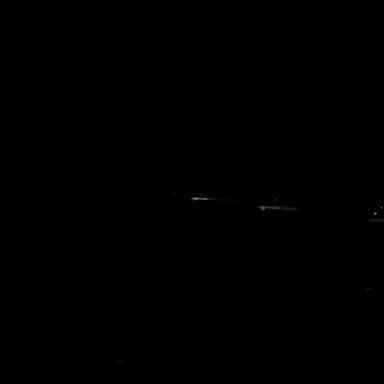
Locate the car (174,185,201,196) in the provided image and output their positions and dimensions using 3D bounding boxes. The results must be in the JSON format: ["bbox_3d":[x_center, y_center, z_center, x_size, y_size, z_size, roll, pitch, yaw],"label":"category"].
[{"bbox_3d":[-0.778,-0.319,52.793,2.128,1.511,4.902,2,2,-28],"label":"car"}]

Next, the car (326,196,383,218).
[{"bbox_3d":[11.200,1.044,24.077,1.895,1.301,4.718,2,2,-28],"label":"car"}]

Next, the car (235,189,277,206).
[{"bbox_3d":[6.303,0.479,33.165,1.882,1.535,5.008,2,2,-29],"label":"car"}]

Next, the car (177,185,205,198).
[{"bbox_3d":[-0.008,-0.066,44.798,1.837,1.490,4.892,2,3,-28],"label":"car"}]
